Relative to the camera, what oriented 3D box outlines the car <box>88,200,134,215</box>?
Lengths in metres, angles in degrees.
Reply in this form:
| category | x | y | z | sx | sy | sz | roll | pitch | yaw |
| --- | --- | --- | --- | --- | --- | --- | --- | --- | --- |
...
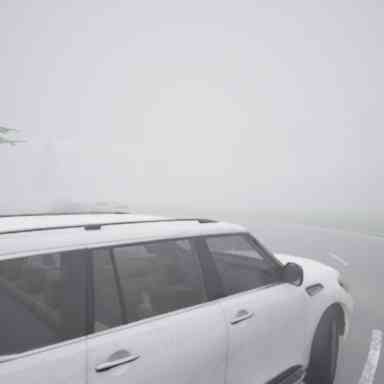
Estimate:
| category | x | y | z | sx | sy | sz | roll | pitch | yaw |
| --- | --- | --- | --- | --- | --- | --- | --- | --- | --- |
| car | -8.846 | 1.610 | 36.063 | 5.357 | 1.411 | 2.033 | 0 | 0 | 38 |

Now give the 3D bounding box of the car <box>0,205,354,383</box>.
| category | x | y | z | sx | sy | sz | roll | pitch | yaw |
| --- | --- | --- | --- | --- | --- | --- | --- | --- | --- |
| car | -0.385 | 1.228 | 3.386 | 5.566 | 2.045 | 2.150 | 0 | 0 | -44 |

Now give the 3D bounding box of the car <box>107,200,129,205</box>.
| category | x | y | z | sx | sy | sz | roll | pitch | yaw |
| --- | --- | --- | --- | --- | --- | --- | --- | --- | --- |
| car | -7.984 | 1.531 | 30.908 | 5.008 | 1.535 | 1.882 | 0 | 0 | 38 |

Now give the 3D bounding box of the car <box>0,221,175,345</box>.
| category | x | y | z | sx | sy | sz | roll | pitch | yaw |
| --- | --- | --- | --- | --- | --- | --- | --- | --- | --- |
| car | -2.796 | 1.514 | 6.300 | 4.892 | 1.490 | 1.837 | 0 | 2 | -44 |

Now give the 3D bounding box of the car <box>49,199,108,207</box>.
| category | x | y | z | sx | sy | sz | roll | pitch | yaw |
| --- | --- | --- | --- | --- | --- | --- | --- | --- | --- |
| car | -9.900 | 1.592 | 28.130 | 5.357 | 1.411 | 2.033 | 0 | 0 | 35 |
